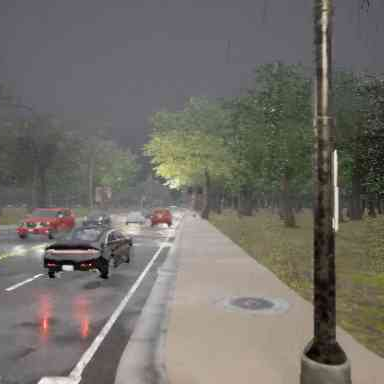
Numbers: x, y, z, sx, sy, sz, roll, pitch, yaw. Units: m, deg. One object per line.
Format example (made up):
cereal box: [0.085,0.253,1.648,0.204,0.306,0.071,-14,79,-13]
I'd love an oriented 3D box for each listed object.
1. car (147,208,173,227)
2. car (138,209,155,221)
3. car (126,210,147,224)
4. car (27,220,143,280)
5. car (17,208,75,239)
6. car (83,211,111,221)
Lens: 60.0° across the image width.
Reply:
car: [-3.433,2.862,38.181,2.150,2.045,5.566,1,-2,-1]
car: [-6.946,3.525,51.136,2.097,1.767,4.553,1,-3,0]
car: [-6.810,3.216,40.159,1.812,1.442,4.674,1,-3,-1]
car: [-3.310,1.953,11.473,2.128,1.511,4.902,0,-2,2]
car: [-9.954,2.128,23.265,2.150,2.045,5.566,1,-2,0]
car: [-10.080,2.807,35.621,2.097,1.767,4.553,1,-3,0]
